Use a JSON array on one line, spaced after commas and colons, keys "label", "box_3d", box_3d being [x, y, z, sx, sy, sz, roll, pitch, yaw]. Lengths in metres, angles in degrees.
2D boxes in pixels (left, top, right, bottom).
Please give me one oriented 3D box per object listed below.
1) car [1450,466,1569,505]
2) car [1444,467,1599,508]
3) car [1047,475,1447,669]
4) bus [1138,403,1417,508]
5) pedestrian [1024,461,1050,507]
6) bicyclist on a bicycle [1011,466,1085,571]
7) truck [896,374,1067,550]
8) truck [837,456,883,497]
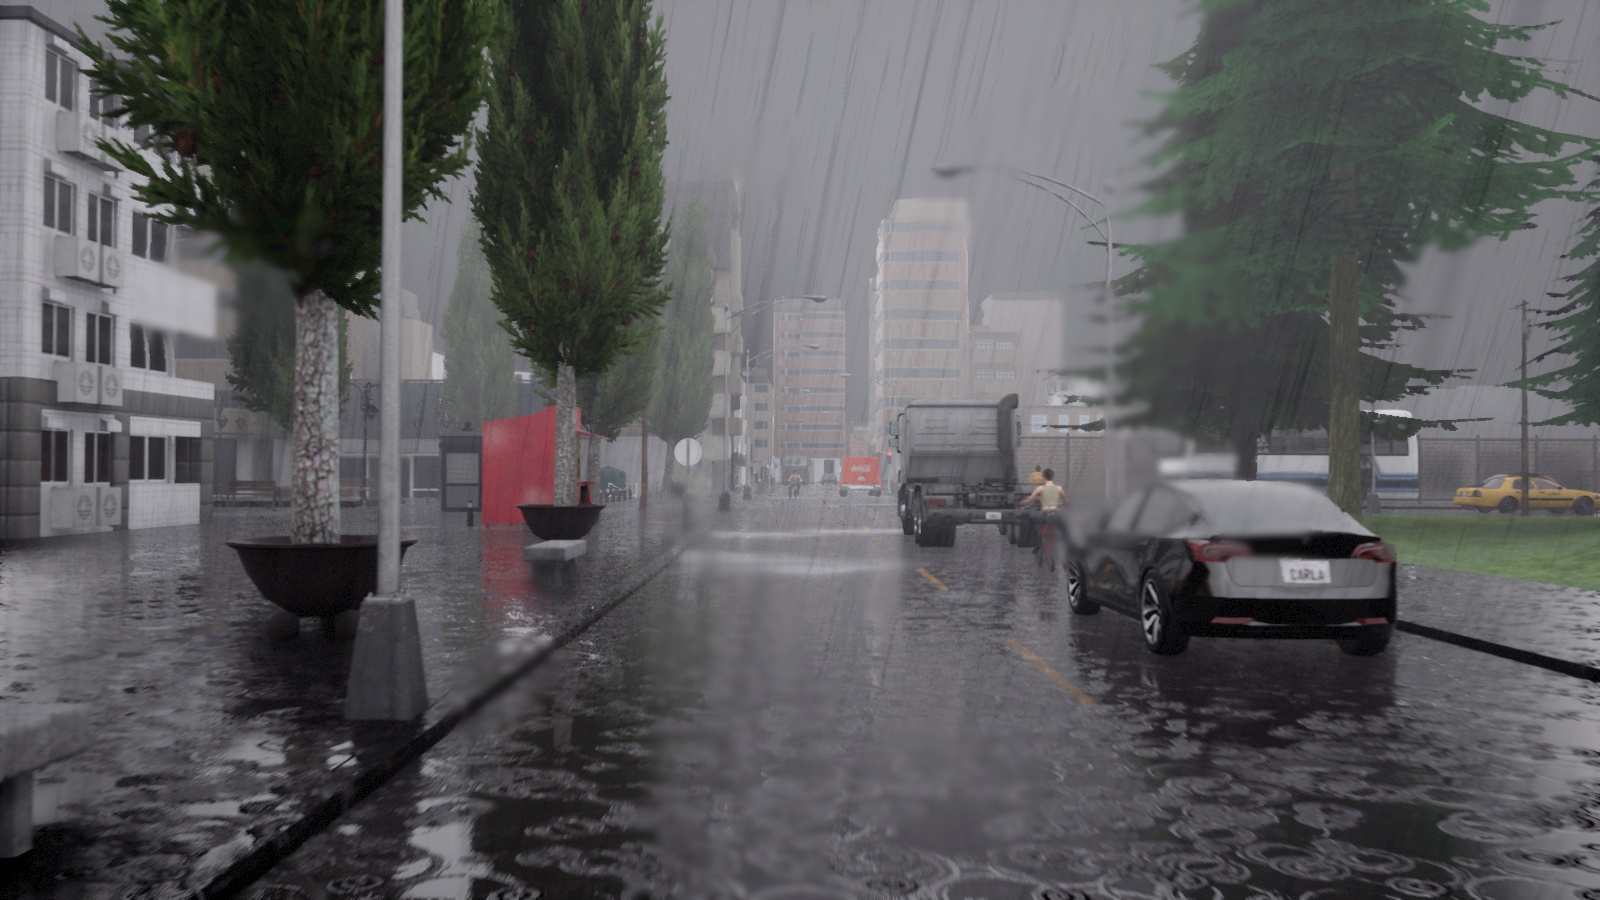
[{"label": "car", "box_3d": [29.994, 1.483, 53.192, 3.988, 1.617, 1.851, 0, -1, 0]}, {"label": "car", "box_3d": [28.369, 1.464, 49.184, 5.366, 1.575, 1.801, 0, -1, 0]}, {"label": "car", "box_3d": [3.972, 1.003, 12.228, 2.163, 1.488, 4.792, 0, -1, 0]}, {"label": "bus", "box_3d": [19.999, 0.249, 53.195, 10.273, 4.253, 3.944, 0, -1, -1]}, {"label": "pedestrian", "box_3d": [9.756, 1.406, 51.679, 0.874, 1.855, 0.900, 0, -1, 0]}, {"label": "bicyclist on a bicycle", "box_3d": [3.953, 1.072, 20.132, 0.866, 1.612, 1.509, 0, -1, 0]}, {"label": "truck", "box_3d": [3.893, 0.300, 28.826, 2.891, 3.462, 7.936, 0, -1, 1]}, {"label": "truck", "box_3d": [3.725, 1.627, 78.497, 2.627, 2.467, 5.204, 0, -1, 0]}]
